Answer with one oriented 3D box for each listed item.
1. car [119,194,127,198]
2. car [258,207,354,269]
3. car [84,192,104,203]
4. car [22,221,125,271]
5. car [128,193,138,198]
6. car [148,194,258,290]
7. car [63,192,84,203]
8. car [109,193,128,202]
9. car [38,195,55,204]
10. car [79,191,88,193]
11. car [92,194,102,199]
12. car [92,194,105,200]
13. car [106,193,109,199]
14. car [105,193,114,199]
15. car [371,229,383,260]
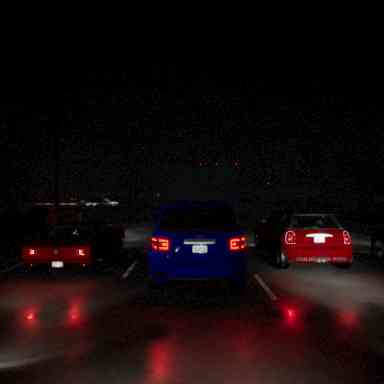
[{"bbox_3d":[-19.479,1.107,93.545,1.895,1.301,4.718,0,0,-7],"label":"car"},{"bbox_3d":[3.505,1.334,11.303,2.097,1.767,4.553,0,0,0],"label":"car"},{"bbox_3d":[-18.187,1.269,61.626,1.994,1.385,4.181,0,0,0],"label":"car"},{"bbox_3d":[-3.489,1.584,10.839,1.895,1.301,4.718,0,0,0],"label":"car"},{"bbox_3d":[-14.871,0.942,81.203,2.097,1.767,4.553,0,0,-1],"label":"car"},{"bbox_3d":[0.043,1.207,9.202,2.150,2.045,5.566,0,0,-2],"label":"car"},{"bbox_3d":[-21.672,1.193,59.994,1.882,1.535,5.008,0,0,0],"label":"car"},{"bbox_3d":[-14.707,1.276,66.621,1.895,1.301,4.718,0,0,0],"label":"car"},{"bbox_3d":[-25.158,1.229,58.419,1.837,1.490,4.892,0,0,0],"label":"car"},{"bbox_3d":[-25.313,0.840,76.562,2.150,2.045,5.566,0,0,-1],"label":"car"},{"bbox_3d":[-26.279,1.117,91.739,1.895,1.301,4.718,0,0,-7],"label":"car"},{"bbox_3d":[-21.823,1.134,77.477,1.812,1.442,4.674,0,0,-1],"label":"car"},{"bbox_3d":[-18.334,1.105,78.282,1.837,1.490,4.892,0,0,-1],"label":"car"},{"bbox_3d":[-22.874,1.041,92.624,1.812,1.442,4.674,0,0,-7],"label":"car"},{"bbox_3d":[7.018,1.477,9.406,2.128,1.511,4.902,0,0,0],"label":"car"}]
